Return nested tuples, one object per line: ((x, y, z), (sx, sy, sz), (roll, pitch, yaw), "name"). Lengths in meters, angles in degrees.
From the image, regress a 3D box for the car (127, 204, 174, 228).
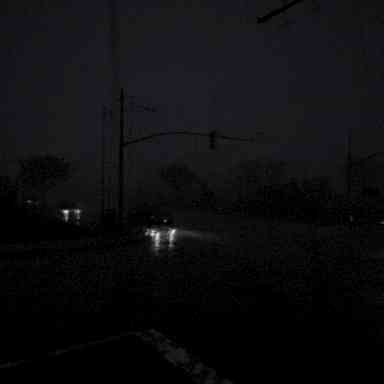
((-3.037, 1.619, 23.706), (2.128, 1.511, 4.902), (1, 0, -32), "car")

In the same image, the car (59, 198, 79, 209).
((-16.723, 1.554, 45.281), (1.812, 1.442, 4.674), (1, 0, -33), "car")

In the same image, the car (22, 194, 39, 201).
((-32.508, 1.018, 66.903), (4.181, 1.385, 1.994), (2, 1, 45), "car")
